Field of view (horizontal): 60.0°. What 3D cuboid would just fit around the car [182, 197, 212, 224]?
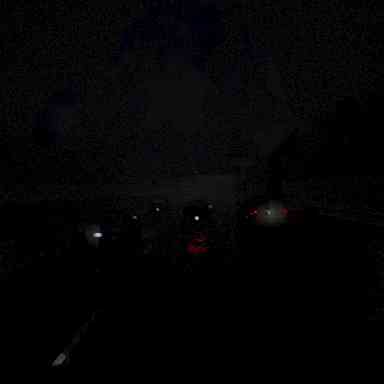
[{"bbox_3d":[0.354,1.367,23.472,1.837,1.490,4.892,0,1,1],"label":"car"}]

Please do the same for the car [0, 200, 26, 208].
[{"bbox_3d":[-13.792,1.329,23.692,1.882,1.535,5.008,0,0,2],"label":"car"}]

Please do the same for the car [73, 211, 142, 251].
[{"bbox_3d":[-3.304,1.474,13.712,1.994,1.385,4.181,0,0,1],"label":"car"}]

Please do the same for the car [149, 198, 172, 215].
[{"bbox_3d":[-2.955,1.340,31.606,1.812,1.442,4.674,0,0,2],"label":"car"}]

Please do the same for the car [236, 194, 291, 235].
[{"bbox_3d":[3.755,1.111,18.190,2.150,2.045,5.566,0,0,1],"label":"car"}]
